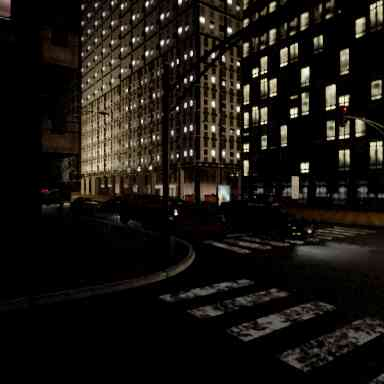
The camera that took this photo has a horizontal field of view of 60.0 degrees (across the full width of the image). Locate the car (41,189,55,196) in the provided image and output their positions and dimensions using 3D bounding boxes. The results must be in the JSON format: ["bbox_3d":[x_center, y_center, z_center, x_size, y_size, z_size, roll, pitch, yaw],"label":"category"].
[{"bbox_3d":[-31.803,0.092,73.605,1.887,1.381,4.507,1,0,-36],"label":"car"}]

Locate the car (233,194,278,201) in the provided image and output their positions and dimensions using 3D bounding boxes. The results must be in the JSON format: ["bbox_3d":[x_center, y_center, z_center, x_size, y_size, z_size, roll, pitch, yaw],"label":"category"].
[{"bbox_3d":[4.155,1.022,24.301,2.192,1.841,5.009,1,0,-36],"label":"car"}]

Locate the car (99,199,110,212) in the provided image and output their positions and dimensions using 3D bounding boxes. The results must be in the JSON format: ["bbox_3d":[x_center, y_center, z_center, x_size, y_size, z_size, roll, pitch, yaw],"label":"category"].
[{"bbox_3d":[-5.940,1.049,28.292,1.812,1.442,4.674,0,1,-36],"label":"car"}]

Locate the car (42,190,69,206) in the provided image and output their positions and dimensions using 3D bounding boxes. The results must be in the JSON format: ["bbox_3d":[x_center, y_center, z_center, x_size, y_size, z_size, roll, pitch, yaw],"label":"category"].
[{"bbox_3d":[-15.657,0.824,37.240,2.008,1.369,4.403,2,0,-36],"label":"car"}]

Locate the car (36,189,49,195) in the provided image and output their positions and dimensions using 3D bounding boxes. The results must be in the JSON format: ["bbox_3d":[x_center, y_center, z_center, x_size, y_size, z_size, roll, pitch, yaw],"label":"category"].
[{"bbox_3d":[-35.071,-0.015,78.087,1.887,1.381,4.507,1,0,-36],"label":"car"}]

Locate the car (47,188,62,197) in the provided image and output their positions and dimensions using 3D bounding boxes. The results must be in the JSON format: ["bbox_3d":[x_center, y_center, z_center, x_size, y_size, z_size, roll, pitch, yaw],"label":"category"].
[{"bbox_3d":[-28.531,0.095,69.122,1.967,1.590,4.097,1,0,-36],"label":"car"}]

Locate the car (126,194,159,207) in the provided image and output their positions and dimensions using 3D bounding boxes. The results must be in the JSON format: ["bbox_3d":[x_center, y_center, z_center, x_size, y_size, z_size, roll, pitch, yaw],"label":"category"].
[{"bbox_3d":[-5.657,0.961,37.748,1.947,1.339,4.313,1,0,-36],"label":"car"}]

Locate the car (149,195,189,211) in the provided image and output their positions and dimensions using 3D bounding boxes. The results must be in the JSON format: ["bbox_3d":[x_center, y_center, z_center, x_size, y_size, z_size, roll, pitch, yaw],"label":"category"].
[{"bbox_3d":[-2.388,1.066,33.266,1.947,1.339,4.313,1,0,-36],"label":"car"}]

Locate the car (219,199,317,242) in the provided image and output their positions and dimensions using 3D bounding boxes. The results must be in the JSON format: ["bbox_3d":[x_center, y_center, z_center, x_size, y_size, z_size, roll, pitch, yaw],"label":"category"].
[{"bbox_3d":[3.377,1.324,15.511,1.837,1.490,4.892,0,1,-36],"label":"car"}]

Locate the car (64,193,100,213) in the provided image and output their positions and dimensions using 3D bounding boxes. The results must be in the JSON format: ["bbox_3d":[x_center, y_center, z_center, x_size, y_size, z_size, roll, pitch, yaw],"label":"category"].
[{"bbox_3d":[-9.122,1.065,28.278,1.802,1.307,4.206,2,0,-36],"label":"car"}]

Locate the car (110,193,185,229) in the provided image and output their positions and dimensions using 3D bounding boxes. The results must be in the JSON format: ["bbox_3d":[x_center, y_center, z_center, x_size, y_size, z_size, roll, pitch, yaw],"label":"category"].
[{"bbox_3d":[-2.580,1.006,19.315,2.192,1.841,5.009,2,0,-36],"label":"car"}]

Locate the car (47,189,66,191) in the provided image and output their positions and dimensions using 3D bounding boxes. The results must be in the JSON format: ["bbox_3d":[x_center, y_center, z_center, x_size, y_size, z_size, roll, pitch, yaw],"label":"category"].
[{"bbox_3d":[-17.435,0.631,44.126,1.882,1.535,5.008,0,1,-36],"label":"car"}]

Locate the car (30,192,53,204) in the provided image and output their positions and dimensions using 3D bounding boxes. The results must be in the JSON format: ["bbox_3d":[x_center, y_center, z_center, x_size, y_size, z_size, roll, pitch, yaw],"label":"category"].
[{"bbox_3d":[-18.925,0.750,41.720,1.802,1.307,4.206,2,0,-36],"label":"car"}]

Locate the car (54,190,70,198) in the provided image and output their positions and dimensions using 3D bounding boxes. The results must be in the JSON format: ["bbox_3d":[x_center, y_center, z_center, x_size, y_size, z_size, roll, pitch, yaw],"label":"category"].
[{"bbox_3d":[-25.266,0.305,64.641,1.887,1.381,4.507,1,0,-36],"label":"car"}]
